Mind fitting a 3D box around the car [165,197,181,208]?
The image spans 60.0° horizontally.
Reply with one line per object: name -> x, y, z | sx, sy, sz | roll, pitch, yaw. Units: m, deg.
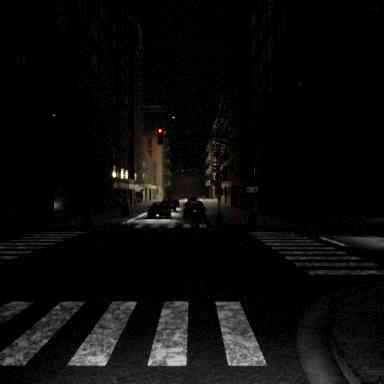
car -> -2.835, 1.474, 50.189 | 2.128, 1.511, 4.902 | 0, 0, 0

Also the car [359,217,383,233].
car -> 11.637, 1.554, 17.861 | 4.829, 1.417, 1.752 | 0, 0, 0

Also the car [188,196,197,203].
car -> 0.112, 1.490, 69.958 | 1.812, 1.442, 4.674 | 0, 0, 0

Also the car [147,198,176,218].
car -> -2.840, 1.541, 30.166 | 2.033, 1.411, 5.357 | 0, 0, 0

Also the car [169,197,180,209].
car -> -2.835, 1.481, 39.988 | 2.128, 1.511, 4.902 | 0, 0, 0

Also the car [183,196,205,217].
car -> 0.178, 1.471, 31.261 | 1.882, 1.535, 5.008 | 0, 0, -1
